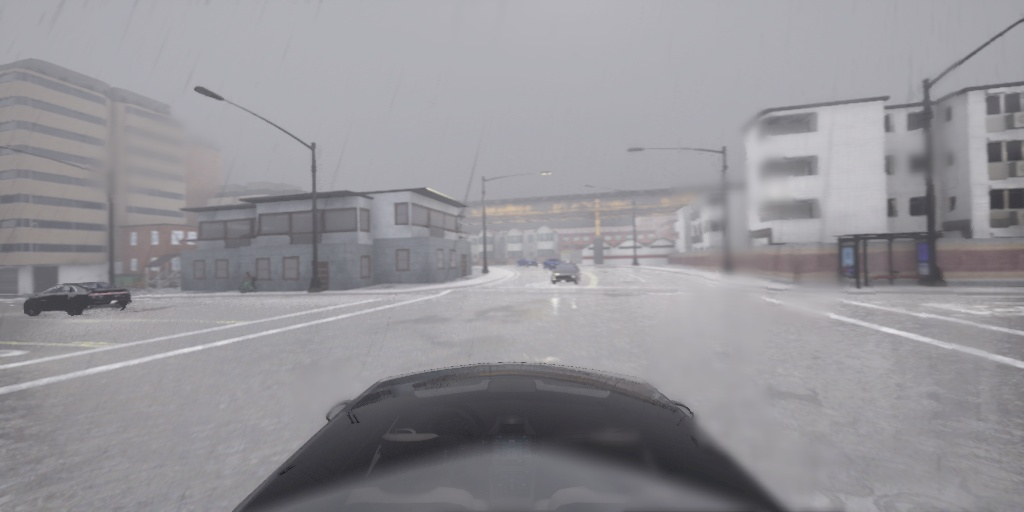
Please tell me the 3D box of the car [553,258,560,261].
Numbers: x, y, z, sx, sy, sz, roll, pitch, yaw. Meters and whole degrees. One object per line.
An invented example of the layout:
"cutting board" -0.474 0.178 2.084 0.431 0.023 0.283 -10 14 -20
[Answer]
"car" 5.560 1.158 36.486 1.994 1.385 4.181 -1 1 3

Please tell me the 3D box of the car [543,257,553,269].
"car" 5.236 0.961 45.651 1.882 1.535 5.008 -1 1 -8

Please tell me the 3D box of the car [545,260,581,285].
"car" 4.105 1.273 26.697 2.033 1.411 5.357 -1 0 15

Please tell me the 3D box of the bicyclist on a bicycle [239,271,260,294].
"bicyclist on a bicycle" -19.461 1.962 26.625 0.582 1.620 1.656 -2 -1 14

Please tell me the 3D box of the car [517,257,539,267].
"car" 2.386 0.955 55.621 1.882 1.535 5.008 -1 0 -23

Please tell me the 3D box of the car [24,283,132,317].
"car" -21.157 2.072 17.496 4.902 1.511 2.128 -2 -1 13
